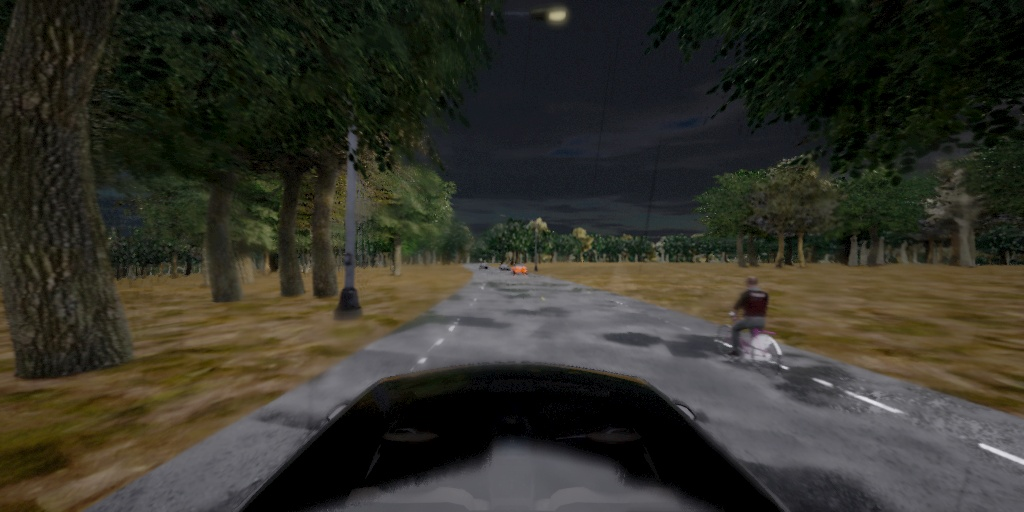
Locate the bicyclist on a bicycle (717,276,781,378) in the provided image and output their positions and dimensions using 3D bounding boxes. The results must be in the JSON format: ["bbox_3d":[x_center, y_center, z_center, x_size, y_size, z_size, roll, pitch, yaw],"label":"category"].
[{"bbox_3d":[4.451,1.258,6.865,0.659,1.776,1.843,1,-1,0],"label":"bicyclist on a bicycle"}]

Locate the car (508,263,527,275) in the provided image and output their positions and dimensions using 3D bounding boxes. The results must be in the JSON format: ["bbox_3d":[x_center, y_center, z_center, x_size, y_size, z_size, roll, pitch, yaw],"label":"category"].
[{"bbox_3d":[1.032,1.886,54.543,2.097,1.767,4.553,1,-1,-6],"label":"car"}]
